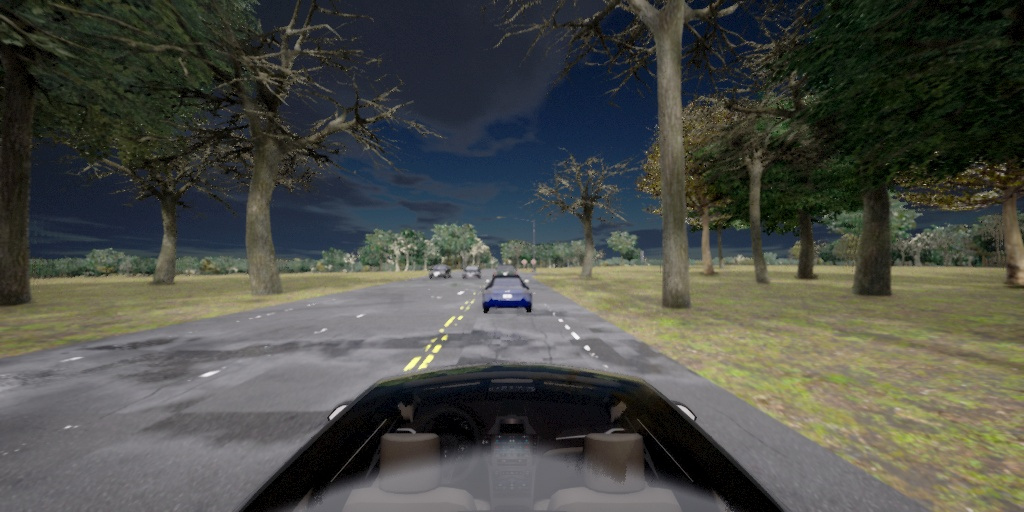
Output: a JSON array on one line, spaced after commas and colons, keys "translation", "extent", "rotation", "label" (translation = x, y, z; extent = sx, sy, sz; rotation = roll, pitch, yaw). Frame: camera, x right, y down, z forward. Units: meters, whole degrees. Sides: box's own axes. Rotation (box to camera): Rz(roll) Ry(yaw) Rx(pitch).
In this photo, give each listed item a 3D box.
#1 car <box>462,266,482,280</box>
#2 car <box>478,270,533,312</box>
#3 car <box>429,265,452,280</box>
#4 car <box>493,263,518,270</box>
[{"translation": [-4.289, 1.771, 38.965], "extent": [1.812, 1.442, 4.674], "rotation": [0, -1, -1], "label": "car"}, {"translation": [-0.202, 1.489, 15.303], "extent": [1.994, 1.385, 4.181], "rotation": [0, -1, -1], "label": "car"}, {"translation": [-7.794, 1.743, 39.272], "extent": [2.128, 1.511, 4.902], "rotation": [0, -1, -1], "label": "car"}, {"translation": [-0.549, 1.480, 30.344], "extent": [2.097, 1.767, 4.553], "rotation": [0, -1, -1], "label": "car"}]
